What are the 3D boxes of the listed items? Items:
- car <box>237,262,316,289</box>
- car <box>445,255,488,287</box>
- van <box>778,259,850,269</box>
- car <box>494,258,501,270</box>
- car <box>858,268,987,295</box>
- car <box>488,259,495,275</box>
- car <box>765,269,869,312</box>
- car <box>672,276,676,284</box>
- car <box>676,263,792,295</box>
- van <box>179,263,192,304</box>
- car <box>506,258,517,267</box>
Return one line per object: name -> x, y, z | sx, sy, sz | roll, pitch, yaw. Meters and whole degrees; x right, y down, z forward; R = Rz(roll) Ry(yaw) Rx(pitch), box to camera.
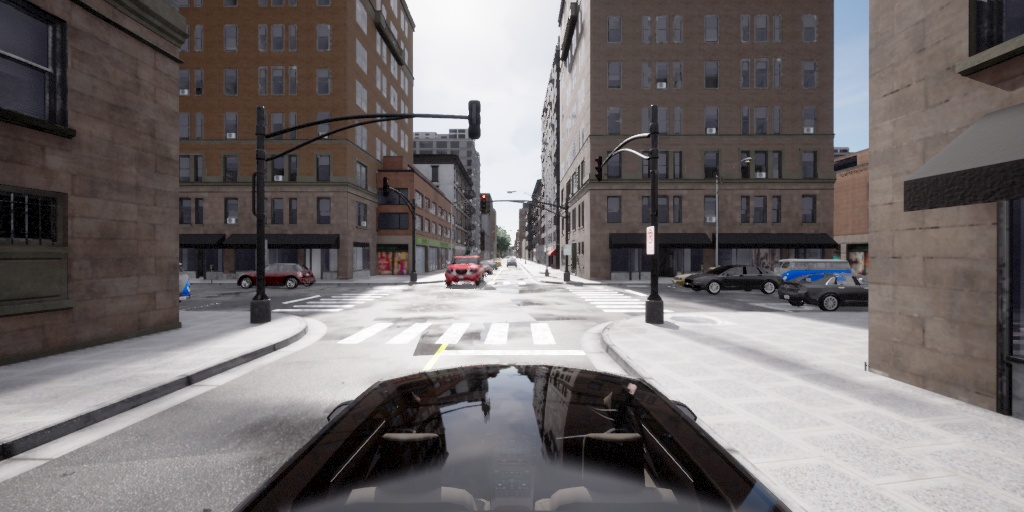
car -> -14.615, 1.172, 22.251 | 4.097, 1.591, 1.967 | 0, 0, 1
car -> -3.115, 0.968, 24.701 | 2.150, 2.045, 5.566 | 0, 0, 0
van -> 18.249, 1.080, 21.929 | 3.998, 1.789, 1.690 | 0, 0, 1
car -> -3.116, 1.289, 52.186 | 1.994, 1.385, 4.181 | 0, 0, 1
car -> 21.951, 1.345, 19.324 | 4.718, 1.301, 1.895 | 0, 0, 1
car -> -3.126, 1.263, 38.506 | 1.812, 1.442, 4.674 | 0, 0, 0
car -> 12.514, 1.305, 13.460 | 4.403, 1.370, 2.007 | 0, 0, 1
car -> 12.410, 1.264, 21.986 | 4.829, 1.417, 1.751 | 0, 0, 1
car -> 11.918, 1.248, 19.434 | 4.892, 1.490, 1.837 | 0, 0, -1
van -> -14.681, 1.089, 13.726 | 3.998, 1.789, 1.690 | 0, 0, 1
car -> -0.038, 1.259, 63.733 | 2.033, 1.411, 5.357 | 0, 0, 0
